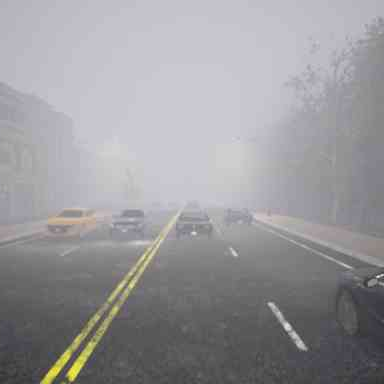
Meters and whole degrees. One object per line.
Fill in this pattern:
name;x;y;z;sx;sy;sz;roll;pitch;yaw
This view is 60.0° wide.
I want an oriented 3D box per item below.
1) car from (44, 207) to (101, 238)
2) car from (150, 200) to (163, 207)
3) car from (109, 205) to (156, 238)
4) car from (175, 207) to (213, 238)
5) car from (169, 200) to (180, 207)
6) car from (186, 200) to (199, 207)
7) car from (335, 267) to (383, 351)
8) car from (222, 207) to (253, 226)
car;-6.597;1.633;18.849;1.882;1.535;5.008;0;0;0
car;-6.520;2.098;61.414;1.895;1.301;4.718;0;0;1
car;-3.348;1.681;18.847;1.812;1.442;4.674;0;0;0
car;0.100;1.755;18.604;1.895;1.301;4.718;0;0;0
car;-3.270;2.098;61.414;1.895;1.301;4.718;0;0;1
car;0.101;1.878;47.566;2.128;1.511;4.902;0;-1;0
car;3.350;1.524;3.766;2.128;1.511;4.902;0;0;0
car;3.351;1.810;25.449;1.895;1.301;4.718;0;0;0
